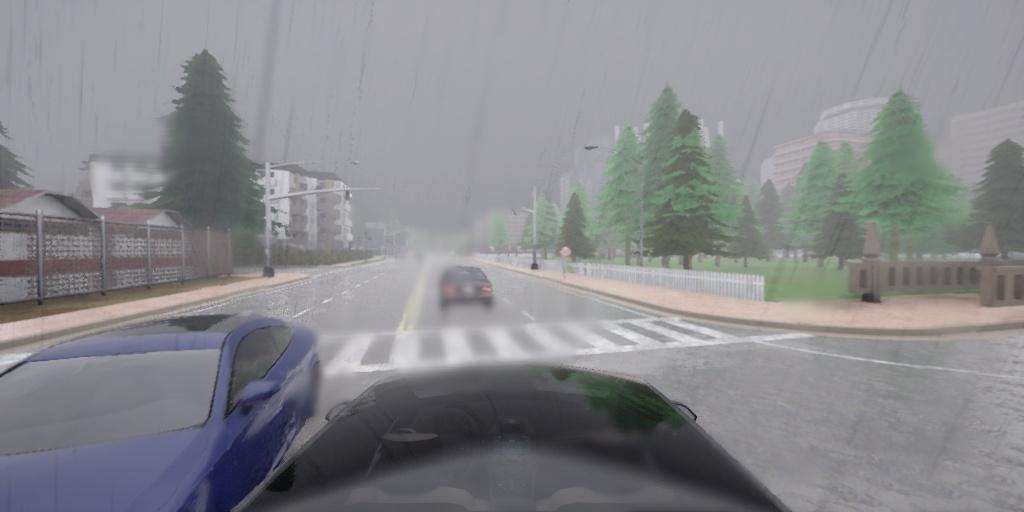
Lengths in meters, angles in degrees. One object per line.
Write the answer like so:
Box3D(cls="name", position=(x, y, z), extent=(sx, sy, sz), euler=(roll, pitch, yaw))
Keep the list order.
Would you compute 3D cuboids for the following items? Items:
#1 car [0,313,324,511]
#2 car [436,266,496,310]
Box3D(cls="car", position=(-2.844, 1.312, 2.875), extent=(1.812, 1.442, 4.674), euler=(0, 2, -17))
Box3D(cls="car", position=(-1.849, 1.092, 13.636), extent=(2.033, 1.411, 5.357), euler=(0, 1, -12))
